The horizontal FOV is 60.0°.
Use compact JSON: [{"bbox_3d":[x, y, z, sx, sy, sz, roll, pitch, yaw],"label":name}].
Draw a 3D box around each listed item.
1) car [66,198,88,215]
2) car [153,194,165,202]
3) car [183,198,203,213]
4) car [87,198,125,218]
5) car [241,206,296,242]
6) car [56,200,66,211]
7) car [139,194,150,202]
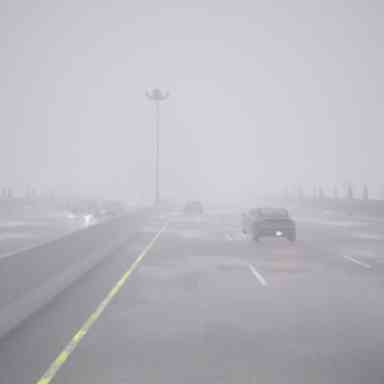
[{"bbox_3d":[-10.577,1.421,33.360,1.837,1.490,4.892,0,0,0],"label":"car"},{"bbox_3d":[-6.975,1.248,70.051,2.097,1.767,4.553,0,0,0],"label":"car"},{"bbox_3d":[0.116,1.405,35.064,2.128,1.511,4.902,0,0,0],"label":"car"},{"bbox_3d":[-7.082,1.417,28.935,2.128,1.511,4.902,0,0,0],"label":"car"},{"bbox_3d":[3.607,1.461,16.224,1.837,1.490,4.892,0,0,0],"label":"car"},{"bbox_3d":[-14.075,1.509,38.762,1.895,1.301,4.718,0,0,0],"label":"car"},{"bbox_3d":[-10.539,1.249,74.001,2.097,1.767,4.553,0,0,-1],"label":"car"}]
